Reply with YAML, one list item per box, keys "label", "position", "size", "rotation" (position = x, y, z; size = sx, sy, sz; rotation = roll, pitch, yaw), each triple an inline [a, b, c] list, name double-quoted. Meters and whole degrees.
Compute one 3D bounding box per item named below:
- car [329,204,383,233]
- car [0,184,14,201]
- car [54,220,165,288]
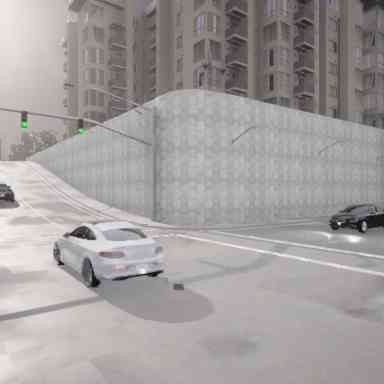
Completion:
- label: "car"
  position: [10.120, 1.502, 19.816]
  size: [4.892, 1.490, 1.837]
  rotation: [0, 0, -36]
- label: "car"
  position: [-17.465, -0.082, 30.221]
  size: [1.994, 1.385, 4.181]
  rotation: [0, 9, -36]
- label: "car"
  position: [-2.459, 1.527, 9.344]
  size: [1.812, 1.442, 4.674]
  rotation: [0, 0, -36]
